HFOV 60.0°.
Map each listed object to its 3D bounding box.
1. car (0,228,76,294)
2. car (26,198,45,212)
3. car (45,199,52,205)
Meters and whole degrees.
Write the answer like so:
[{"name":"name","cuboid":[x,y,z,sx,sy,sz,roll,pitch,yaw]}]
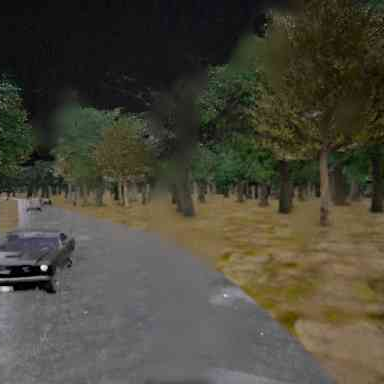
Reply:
[{"name":"car","cuboid":[-4.350,1.712,8.990,1.895,1.301,4.718,0,-1,-14]},{"name":"car","cuboid":[-22.302,1.987,46.973,1.837,1.490,4.892,1,-1,-28]},{"name":"car","cuboid":[-34.811,2.406,79.735,1.882,1.535,5.008,1,-1,-28]}]
